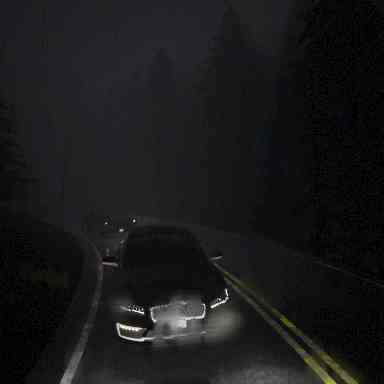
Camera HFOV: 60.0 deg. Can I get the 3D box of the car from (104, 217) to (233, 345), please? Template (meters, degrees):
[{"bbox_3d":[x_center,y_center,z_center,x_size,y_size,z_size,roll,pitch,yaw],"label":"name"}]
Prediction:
[{"bbox_3d":[-0.639,1.494,6.766,1.837,1.490,4.892,-1,0,-11],"label":"car"}]

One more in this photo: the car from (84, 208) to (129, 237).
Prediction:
[{"bbox_3d":[-4.614,1.608,18.506,1.895,1.301,4.718,-3,1,-29],"label":"car"}]
